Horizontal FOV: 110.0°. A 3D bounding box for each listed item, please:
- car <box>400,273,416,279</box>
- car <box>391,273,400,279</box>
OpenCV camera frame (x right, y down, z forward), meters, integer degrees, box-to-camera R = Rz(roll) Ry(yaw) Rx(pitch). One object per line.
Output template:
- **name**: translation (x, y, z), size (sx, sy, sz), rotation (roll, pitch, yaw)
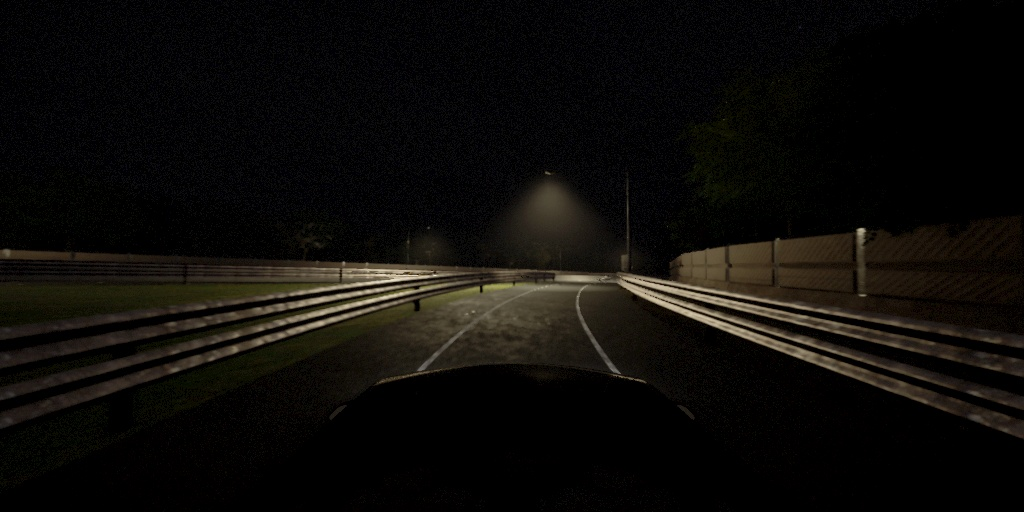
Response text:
- **car**: translation (-12.093, 2.713, 48.595), size (1.882, 1.535, 5.008), rotation (-3, -5, 41)
- **car**: translation (-14.730, 2.955, 50.888), size (1.895, 1.301, 4.718), rotation (-3, -5, 41)
